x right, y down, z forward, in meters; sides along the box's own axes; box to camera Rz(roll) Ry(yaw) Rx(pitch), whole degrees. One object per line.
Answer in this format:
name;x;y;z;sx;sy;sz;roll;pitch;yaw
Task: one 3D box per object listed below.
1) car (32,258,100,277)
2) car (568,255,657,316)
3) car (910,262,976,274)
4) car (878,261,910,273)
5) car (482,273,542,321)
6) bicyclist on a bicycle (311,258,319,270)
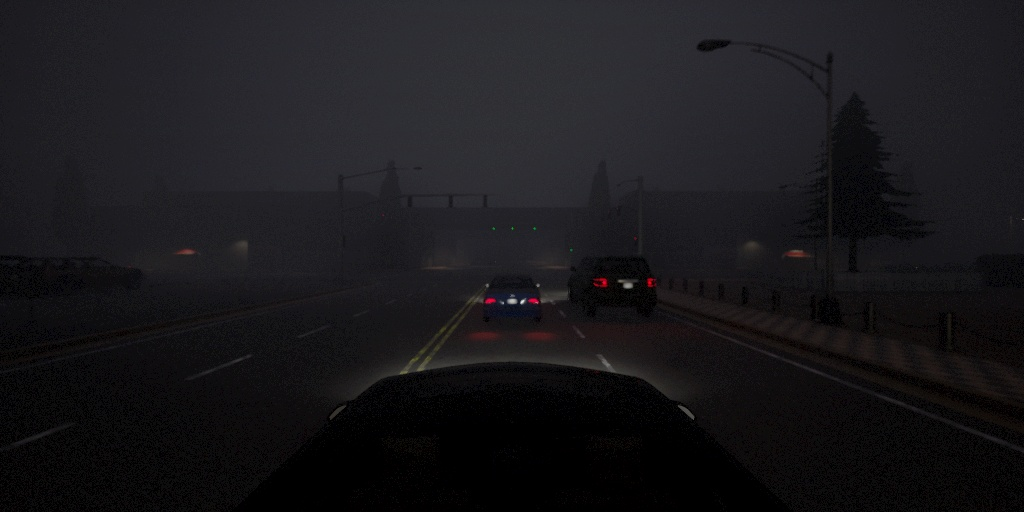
car;-49.368;1.272;39.755;4.892;1.490;1.837;-1;0;2
car;3.531;0.979;13.523;2.150;2.045;5.566;0;0;0
car;46.908;1.369;38.923;4.718;1.301;1.895;0;0;1
car;46.150;1.334;42.432;4.181;1.385;1.994;0;0;1
car;0.021;1.303;12.440;2.033;1.411;5.357;0;0;0
bicyclist on a bicycle;-25.766;1.076;46.911;0.582;1.620;1.656;0;0;2
